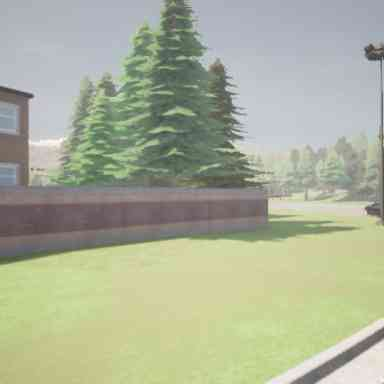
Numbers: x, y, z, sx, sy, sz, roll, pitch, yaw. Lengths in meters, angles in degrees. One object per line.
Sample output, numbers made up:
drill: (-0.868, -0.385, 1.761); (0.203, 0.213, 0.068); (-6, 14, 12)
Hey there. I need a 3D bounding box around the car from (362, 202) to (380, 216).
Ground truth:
car: (18.382, 1.668, 32.034); (1.837, 1.490, 4.892); (0, 0, -2)
